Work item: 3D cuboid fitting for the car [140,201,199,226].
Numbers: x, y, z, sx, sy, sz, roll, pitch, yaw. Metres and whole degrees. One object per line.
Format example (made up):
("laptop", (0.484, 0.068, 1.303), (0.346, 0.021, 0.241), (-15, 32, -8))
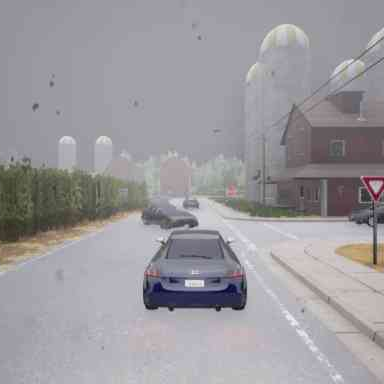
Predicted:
("car", (-1.630, 1.543, 21.244), (2.033, 1.411, 5.357), (0, 0, -30))

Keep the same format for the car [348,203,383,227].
("car", (12.902, 1.478, 21.925), (4.892, 1.490, 1.837), (0, 0, -1))

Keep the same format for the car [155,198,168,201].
("car", (-3.549, 1.505, 38.335), (1.837, 1.490, 4.892), (0, 0, 1))

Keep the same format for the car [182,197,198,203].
("car", (-0.262, 1.493, 45.759), (2.128, 1.511, 4.902), (0, 0, -8))

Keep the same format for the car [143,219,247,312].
("car", (0.079, 1.564, 7.815), (1.994, 1.385, 4.181), (0, 0, 1))
